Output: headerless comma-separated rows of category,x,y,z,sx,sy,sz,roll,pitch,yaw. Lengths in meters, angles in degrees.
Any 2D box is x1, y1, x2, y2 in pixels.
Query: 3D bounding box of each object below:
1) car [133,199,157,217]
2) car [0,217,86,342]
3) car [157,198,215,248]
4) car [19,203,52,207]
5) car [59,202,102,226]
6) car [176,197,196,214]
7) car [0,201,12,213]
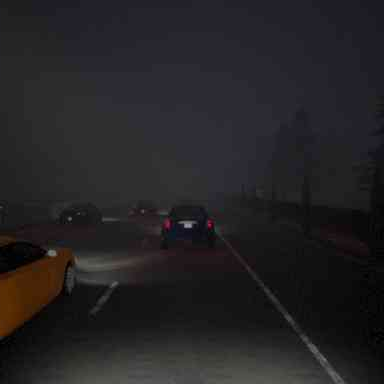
car,-4.042,1.362,29.349,1.812,1.442,4.674,0,0,-1
car,-3.478,1.448,5.405,1.882,1.535,5.008,0,1,-1
car,-0.199,1.270,14.538,2.097,1.767,4.553,0,0,-1
car,-14.705,1.376,32.789,1.812,1.442,4.674,0,0,-1
car,-7.381,1.403,22.269,1.812,1.442,4.674,0,0,-1
car,-0.612,1.291,33.272,1.882,1.535,5.008,0,0,-1
car,-18.204,1.477,32.688,1.895,1.301,4.718,0,0,-1
